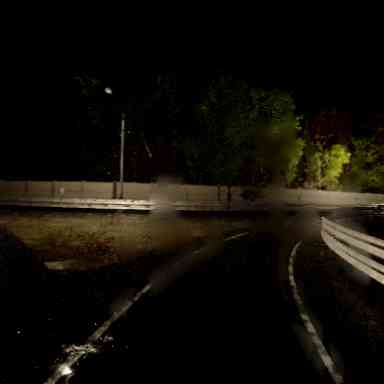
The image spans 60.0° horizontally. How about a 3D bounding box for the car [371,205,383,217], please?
[{"bbox_3d":[22.497,2.179,38.167,5.008,1.535,1.882,2,0,-36],"label":"car"}]
